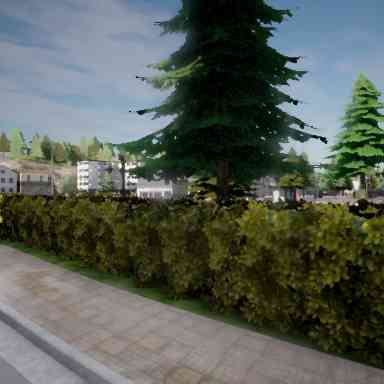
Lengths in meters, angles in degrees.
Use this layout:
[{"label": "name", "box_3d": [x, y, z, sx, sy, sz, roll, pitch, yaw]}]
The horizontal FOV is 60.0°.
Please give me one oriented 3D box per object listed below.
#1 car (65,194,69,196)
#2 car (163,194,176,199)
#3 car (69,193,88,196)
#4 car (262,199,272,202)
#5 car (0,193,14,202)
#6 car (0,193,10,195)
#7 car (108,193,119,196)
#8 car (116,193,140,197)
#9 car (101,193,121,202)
[{"label": "car", "box_3d": [-31.208, 1.232, 85.629, 3.806, 1.475, 1.970, 0, 0, -45]}, {"label": "car", "box_3d": [-2.229, 1.221, 37.447, 5.566, 2.045, 2.150, 0, 0, -45]}, {"label": "car", "box_3d": [-26.486, 1.154, 81.271, 5.027, 1.636, 2.152, 0, 0, -45]}, {"label": "car", "box_3d": [9.908, 1.478, 44.353, 5.008, 1.535, 1.882, 0, 0, -45]}, {"label": "car", "box_3d": [-41.101, 1.097, 71.348, 4.605, 1.855, 1.932, 0, 0, -45]}, {"label": "car", "box_3d": [-23.122, 1.330, 40.952, 5.027, 1.636, 2.152, 0, 0, -45]}, {"label": "car", "box_3d": [-15.205, 1.097, 70.344, 4.605, 1.855, 1.932, 0, 0, -45]}, {"label": "car", "box_3d": [-9.685, 1.384, 53.909, 3.806, 1.475, 1.970, 0, 0, -45]}, {"label": "car", "box_3d": [-17.533, 1.077, 72.131, 3.866, 1.878, 1.905, 0, 0, -45]}]
